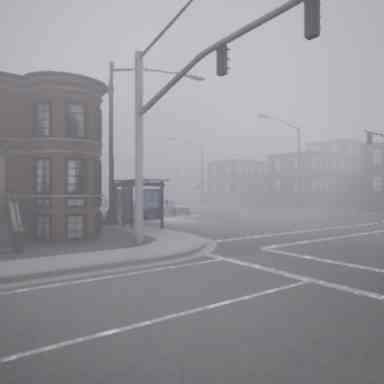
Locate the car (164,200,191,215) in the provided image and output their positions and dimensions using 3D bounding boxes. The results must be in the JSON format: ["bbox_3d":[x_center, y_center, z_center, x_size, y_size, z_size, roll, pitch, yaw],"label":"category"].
[{"bbox_3d":[-1.932,1.522,33.495,1.812,1.442,4.674,0,0,-35],"label":"car"}]

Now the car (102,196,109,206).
[{"bbox_3d":[-13.890,1.349,50.515,2.097,1.767,4.553,0,0,-35],"label":"car"}]
